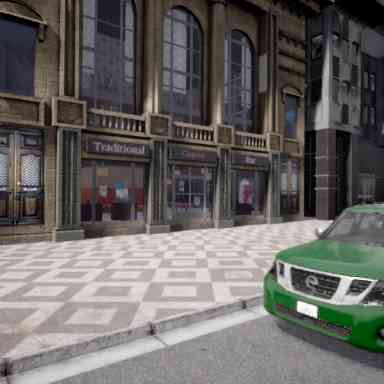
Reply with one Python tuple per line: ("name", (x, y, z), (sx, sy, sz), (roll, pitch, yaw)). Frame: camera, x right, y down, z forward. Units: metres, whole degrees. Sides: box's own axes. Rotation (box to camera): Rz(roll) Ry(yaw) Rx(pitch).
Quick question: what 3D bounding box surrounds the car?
("car", (3.797, 1.223, 6.087), (5.566, 2.045, 2.150), (0, 0, -35))
